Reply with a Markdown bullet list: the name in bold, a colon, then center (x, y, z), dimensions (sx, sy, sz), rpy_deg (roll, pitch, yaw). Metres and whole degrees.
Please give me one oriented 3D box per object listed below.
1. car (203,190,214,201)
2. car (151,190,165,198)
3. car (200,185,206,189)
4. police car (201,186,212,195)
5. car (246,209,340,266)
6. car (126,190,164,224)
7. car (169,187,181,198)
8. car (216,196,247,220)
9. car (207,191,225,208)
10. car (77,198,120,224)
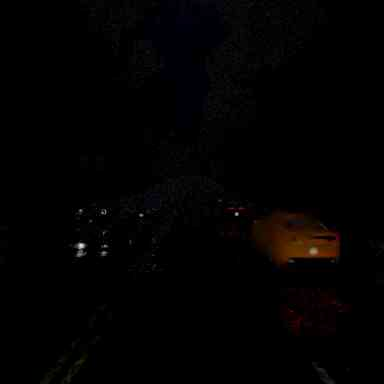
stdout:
- **car**: center (3.236, 0.810, 51.717), dimensions (1.994, 1.385, 4.181), rpy_deg (0, 2, 0)
- **car**: center (-6.524, 0.356, 64.541), dimensions (2.033, 1.411, 5.357), rpy_deg (0, 2, 0)
- **car**: center (3.229, -0.173, 73.680), dimensions (2.033, 1.649, 4.856), rpy_deg (0, 3, 0)
- **police car**: center (3.233, 0.300, 62.815), dimensions (1.930, 1.638, 5.238), rpy_deg (0, 2, 0)
- **car**: center (3.346, 1.490, 11.627), dimensions (1.882, 1.535, 5.008), rpy_deg (0, 0, 0)
- **car**: center (-3.356, 1.139, 24.725), dimensions (2.150, 2.045, 5.566), rpy_deg (0, 1, 0)
- **car**: center (-3.276, -0.009, 65.975), dimensions (2.150, 2.045, 5.566), rpy_deg (0, 2, 0)
- **car**: center (3.345, 1.382, 27.387), dimensions (1.837, 1.490, 4.892), rpy_deg (0, 1, 0)
- **car**: center (3.239, 1.021, 40.722), dimensions (2.033, 1.649, 4.856), rpy_deg (0, 2, 0)
- **car**: center (-6.604, 1.280, 23.870), dimensions (2.097, 1.767, 4.553), rpy_deg (0, 1, 0)
